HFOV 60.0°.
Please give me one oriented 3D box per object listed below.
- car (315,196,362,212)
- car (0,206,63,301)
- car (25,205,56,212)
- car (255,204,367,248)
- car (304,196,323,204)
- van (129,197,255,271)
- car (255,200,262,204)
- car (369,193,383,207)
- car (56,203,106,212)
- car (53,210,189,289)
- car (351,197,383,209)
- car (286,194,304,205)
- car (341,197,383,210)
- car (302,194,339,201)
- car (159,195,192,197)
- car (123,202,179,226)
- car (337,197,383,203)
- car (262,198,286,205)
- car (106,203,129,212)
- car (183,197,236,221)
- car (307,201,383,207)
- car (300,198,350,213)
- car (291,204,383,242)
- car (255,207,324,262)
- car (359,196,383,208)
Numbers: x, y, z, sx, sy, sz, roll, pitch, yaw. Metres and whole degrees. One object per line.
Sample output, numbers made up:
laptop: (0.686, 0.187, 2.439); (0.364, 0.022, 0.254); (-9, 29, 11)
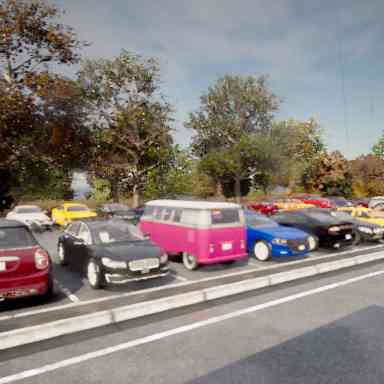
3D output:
car: (17.314, 1.338, 39.479); (2.185, 1.767, 4.553); (0, 0, -35)
car: (-4.812, 1.396, 7.848); (2.185, 1.767, 4.553); (0, 0, -35)
car: (-10.005, 1.558, 20.229); (2.002, 1.452, 4.674); (0, 0, -35)
car: (4.381, 1.511, 14.347); (2.097, 1.535, 5.008); (0, 0, -35)
car: (10.494, 1.483, 34.650); (2.097, 1.535, 5.008); (0, 0, -35)
van: (-0.242, 1.291, 11.244); (1.878, 1.987, 4.442); (0, 0, -35)
car: (3.663, 1.539, 29.842); (2.002, 1.452, 4.674); (0, 0, -35)
car: (28.602, 1.172, 47.416); (2.435, 2.045, 5.566); (0, 0, -35)
car: (-7.729, 1.516, 21.833); (2.097, 1.535, 5.008); (0, 0, -35)
car: (-2.455, 1.521, 9.552); (2.231, 1.521, 4.892); (0, 0, -35)
car: (24.163, 1.440, 44.265); (2.097, 1.535, 5.008); (0, 0, -35)
car: (8.237, 1.363, 33.018); (2.185, 1.767, 4.553); (0, 0, -35)
car: (21.904, 1.477, 42.633); (2.163, 1.488, 4.792); (0, 0, -35)
car: (12.792, 1.226, 36.227); (2.435, 2.045, 5.566); (0, 0, -35)
car: (-0.875, 1.256, 26.613); (2.435, 2.045, 5.566); (0, 0, -35)
car: (-3.188, 1.540, 25.056); (2.163, 1.488, 4.792); (0, 0, -35)
car: (11.226, 1.374, 19.130); (2.185, 1.767, 4.553); (0, 0, -35)
car: (5.945, 1.494, 31.438); (2.097, 1.535, 5.008); (0, 0, -35)
car: (-5.451, 1.514, 23.437); (2.231, 1.521, 4.892); (0, 0, -35)
car: (1.404, 1.377, 28.212); (2.185, 1.767, 4.553); (0, 0, -35)
car: (9.039, 1.501, 17.402); (1.946, 1.575, 5.366); (0, 0, -35)
car: (15.050, 1.472, 37.856); (2.231, 1.521, 4.892); (0, 0, -35)
car: (6.654, 1.549, 15.955); (2.002, 1.452, 4.674); (0, 0, -35)
car: (2.099, 1.514, 12.754); (2.097, 1.535, 5.008); (0, 0, -35)
car: (26.235, 1.429, 45.943); (1.946, 1.575, 5.366); (0, 0, -35)
